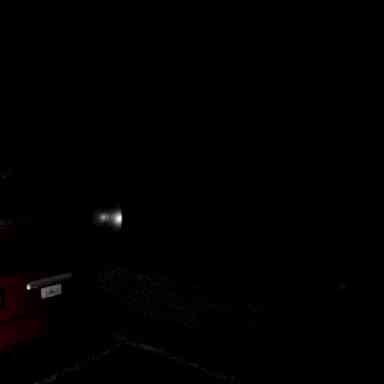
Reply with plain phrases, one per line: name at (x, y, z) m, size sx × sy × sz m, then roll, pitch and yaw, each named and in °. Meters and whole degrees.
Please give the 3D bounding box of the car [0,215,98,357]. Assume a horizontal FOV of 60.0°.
car at (-3.690, 1.313, 5.519) m, size 5.009 × 1.841 × 2.192 m, roll 0°, pitch 0°, yaw 35°
